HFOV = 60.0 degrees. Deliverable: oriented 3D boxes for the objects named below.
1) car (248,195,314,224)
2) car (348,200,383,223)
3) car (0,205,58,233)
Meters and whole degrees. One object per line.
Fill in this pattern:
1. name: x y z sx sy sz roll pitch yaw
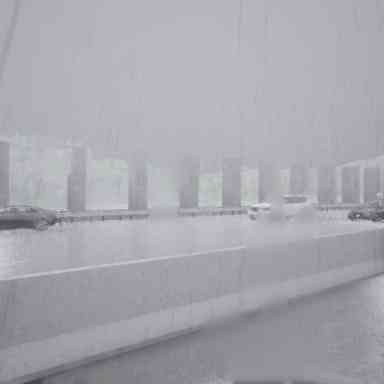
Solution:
1. car: 6.819 1.221 25.196 5.566 2.045 2.150 0 0 -33
2. car: 13.853 1.561 25.457 4.181 1.385 1.994 0 0 -32
3. car: -9.976 1.491 18.278 4.902 1.511 2.128 0 0 -35
